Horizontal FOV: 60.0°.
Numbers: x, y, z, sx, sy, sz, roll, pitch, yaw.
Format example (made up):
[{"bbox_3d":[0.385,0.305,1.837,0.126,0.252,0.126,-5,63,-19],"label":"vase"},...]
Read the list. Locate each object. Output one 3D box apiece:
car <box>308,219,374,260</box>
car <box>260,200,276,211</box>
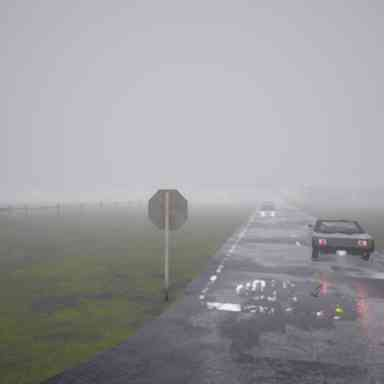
[{"bbox_3d":[5.555,1.694,12.957,1.895,1.301,4.718,0,0,17],"label":"car"},{"bbox_3d":[10.416,1.858,45.734,1.994,1.385,4.181,0,0,13],"label":"car"}]
